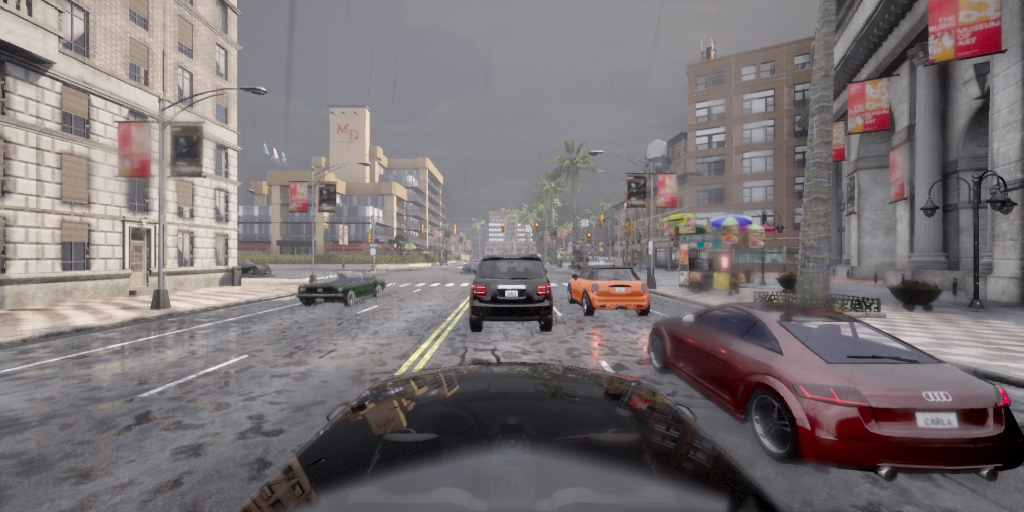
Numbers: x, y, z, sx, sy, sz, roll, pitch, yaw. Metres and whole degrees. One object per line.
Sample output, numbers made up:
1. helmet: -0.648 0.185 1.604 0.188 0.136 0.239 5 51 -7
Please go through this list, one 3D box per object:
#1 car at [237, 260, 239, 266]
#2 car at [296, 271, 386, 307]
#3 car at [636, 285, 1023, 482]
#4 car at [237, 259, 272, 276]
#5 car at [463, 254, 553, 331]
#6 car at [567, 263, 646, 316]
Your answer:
1. car: -29.413 1.297 33.745 5.357 1.411 2.033 0 0 -1
2. car: -7.191 1.351 15.631 1.895 1.301 4.718 0 0 0
3. car: 3.478 1.314 4.938 1.994 1.385 4.181 0 0 0
4. car: -27.685 1.104 37.285 4.553 1.767 2.097 0 0 -1
5. car: -0.043 0.971 11.085 2.150 2.045 5.566 0 0 -1
6. car: 3.432 1.102 13.570 2.097 1.767 4.553 0 0 -1
